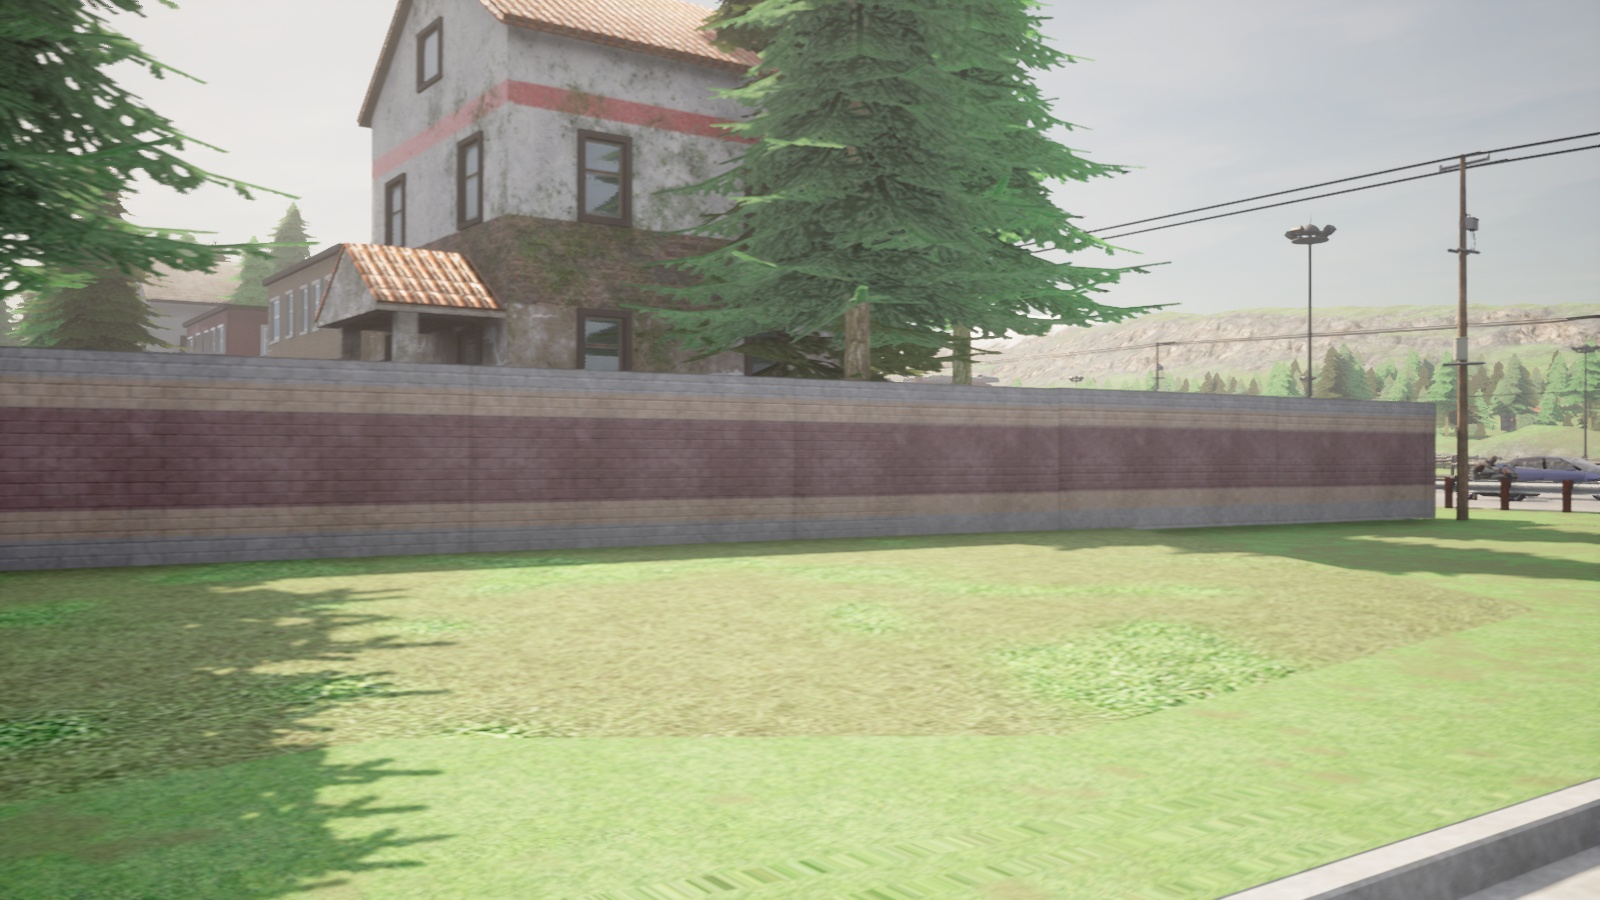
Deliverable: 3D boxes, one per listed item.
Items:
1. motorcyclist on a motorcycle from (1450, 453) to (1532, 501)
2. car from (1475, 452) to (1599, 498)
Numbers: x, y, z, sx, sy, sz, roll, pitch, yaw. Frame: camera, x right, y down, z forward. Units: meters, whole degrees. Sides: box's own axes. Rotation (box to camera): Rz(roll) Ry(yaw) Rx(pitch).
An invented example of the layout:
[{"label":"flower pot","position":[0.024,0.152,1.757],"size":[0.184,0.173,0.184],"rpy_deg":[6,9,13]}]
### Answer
[{"label":"motorcyclist on a motorcycle","position":[22.672,0.859,41.258],"size":[0.866,1.530,2.191],"rpy_deg":[0,0,-35]},{"label":"car","position":[25.929,0.822,42.714],"size":[2.163,1.488,4.792],"rpy_deg":[0,0,-35]}]
